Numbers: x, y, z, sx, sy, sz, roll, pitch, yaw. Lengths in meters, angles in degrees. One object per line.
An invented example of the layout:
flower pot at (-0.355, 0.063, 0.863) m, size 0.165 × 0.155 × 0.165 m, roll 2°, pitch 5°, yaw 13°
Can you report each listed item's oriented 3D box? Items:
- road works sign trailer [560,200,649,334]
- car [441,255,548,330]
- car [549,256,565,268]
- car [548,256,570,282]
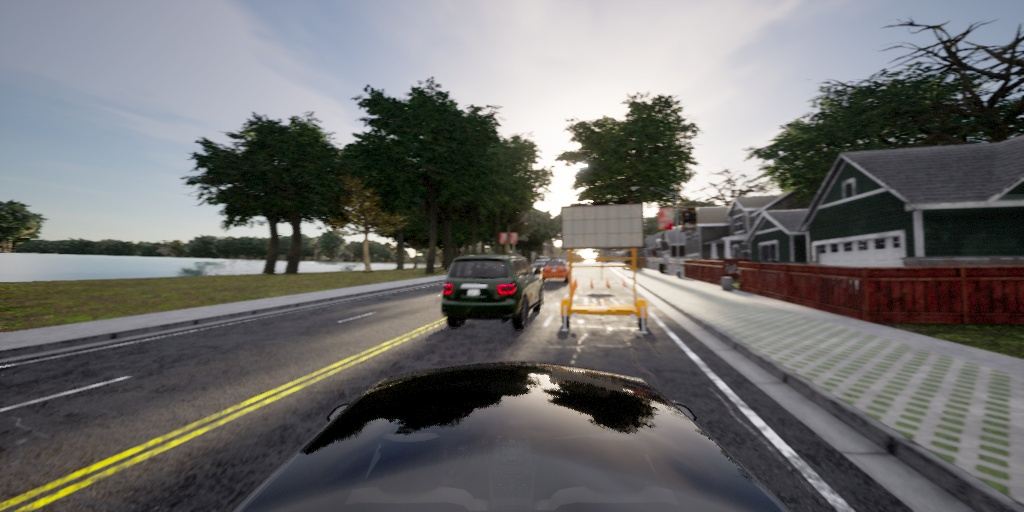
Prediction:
road works sign trailer at (2.711, 0.194, 10.720) m, size 2.380 × 3.560 × 2.880 m, roll 0°, pitch 0°, yaw 13°
car at (-0.367, 0.993, 11.476) m, size 2.150 × 2.045 × 5.566 m, roll -1°, pitch 0°, yaw 12°
car at (7.997, 0.998, 63.480) m, size 2.150 × 2.045 × 5.566 m, roll -1°, pitch 0°, yaw 13°
car at (3.655, 1.085, 29.111) m, size 2.097 × 1.767 × 4.553 m, roll -1°, pitch 0°, yaw 13°
